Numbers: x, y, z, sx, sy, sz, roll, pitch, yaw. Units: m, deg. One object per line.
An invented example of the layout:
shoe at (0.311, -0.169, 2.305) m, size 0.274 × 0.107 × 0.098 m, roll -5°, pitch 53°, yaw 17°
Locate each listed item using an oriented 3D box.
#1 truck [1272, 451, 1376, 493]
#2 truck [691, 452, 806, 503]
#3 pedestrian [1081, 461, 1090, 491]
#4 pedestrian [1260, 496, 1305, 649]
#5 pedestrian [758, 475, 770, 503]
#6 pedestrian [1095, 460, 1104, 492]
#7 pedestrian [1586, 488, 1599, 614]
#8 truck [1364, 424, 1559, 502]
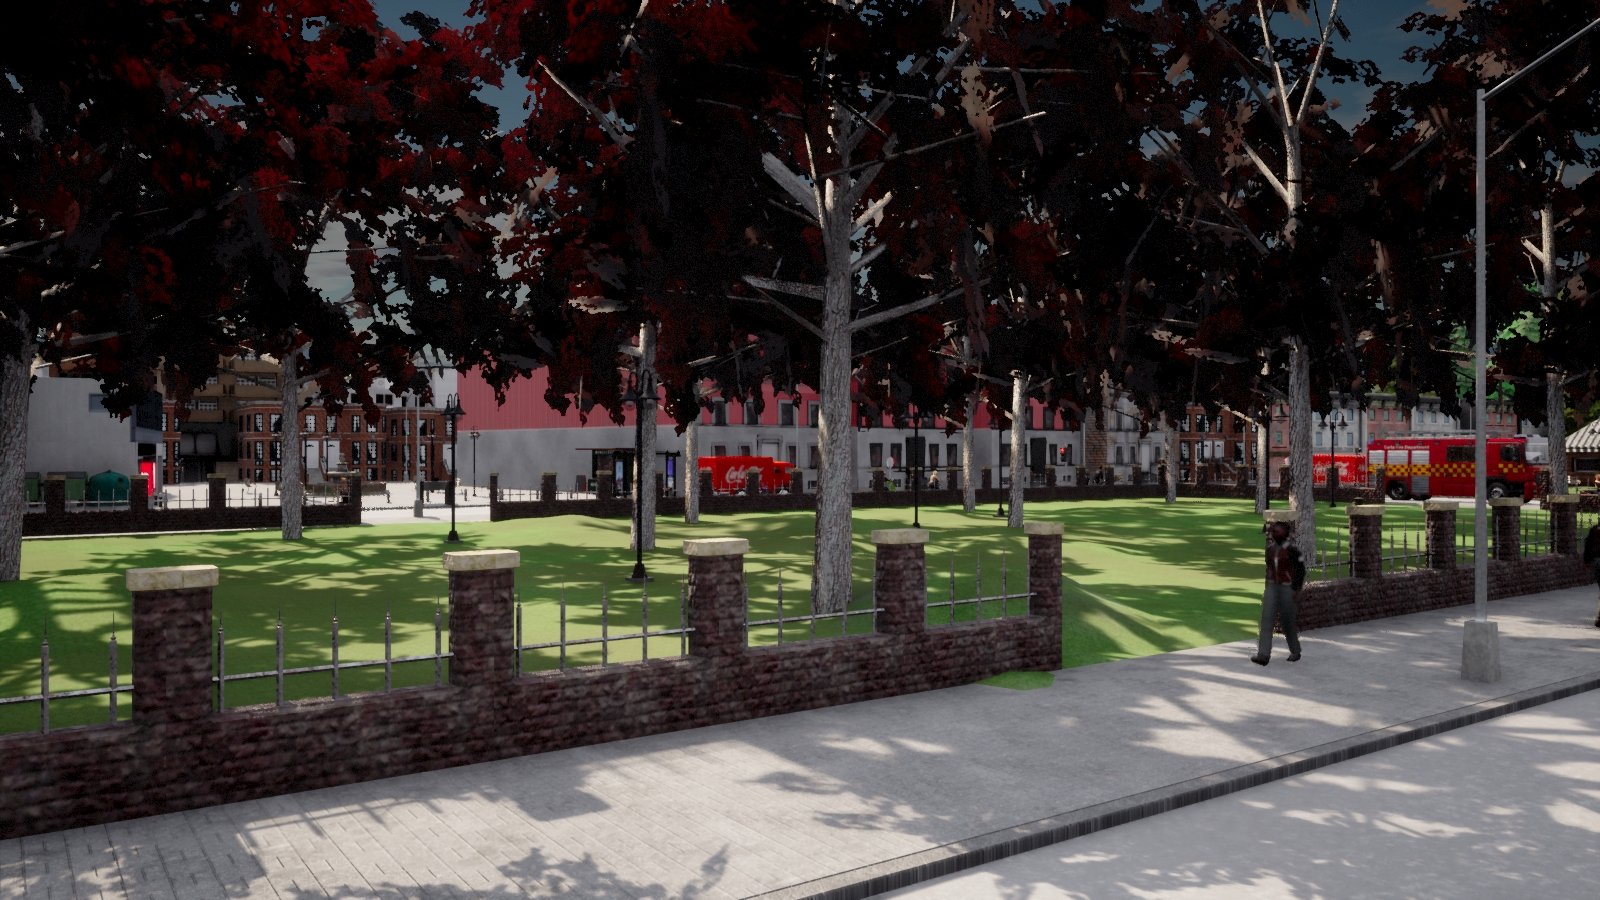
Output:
truck at (32.234, 1.319, 70.408) m, size 2.627 × 2.467 × 5.204 m, roll 0°, pitch 0°, yaw -36°
truck at (-2.582, 1.335, 57.891) m, size 5.204 × 2.467 × 2.627 m, roll 0°, pitch 0°, yaw -35°
pedestrian at (17.918, 1.606, 71.691) m, size 0.375 × 1.860 × 0.375 m, roll 0°, pitch 0°, yaw 42°
pedestrian at (6.041, 1.519, 14.297) m, size 0.375 × 1.860 × 0.375 m, roll 0°, pitch 0°, yaw -35°
pedestrian at (-1.655, 1.792, 52.662) m, size 0.375 × 1.300 × 0.375 m, roll 0°, pitch 0°, yaw -35°
pedestrian at (17.272, 1.503, 65.859) m, size 0.375 × 1.860 × 0.375 m, roll 0°, pitch 0°, yaw -33°
pedestrian at (12.096, 1.514, 17.144) m, size 0.375 × 1.860 × 0.375 m, roll 0°, pitch 0°, yaw -33°
truck at (34.631, 0.645, 60.204) m, size 2.891 × 3.827 × 8.468 m, roll 0°, pitch 0°, yaw -34°
